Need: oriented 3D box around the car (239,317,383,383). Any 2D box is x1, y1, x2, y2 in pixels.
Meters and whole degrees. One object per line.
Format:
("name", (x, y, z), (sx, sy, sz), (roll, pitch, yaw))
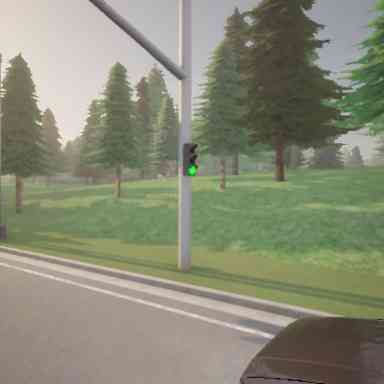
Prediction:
("car", (2.917, 1.555, 1.912), (5.357, 1.411, 2.033), (0, 0, 36))
